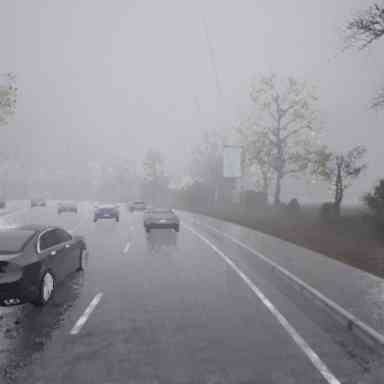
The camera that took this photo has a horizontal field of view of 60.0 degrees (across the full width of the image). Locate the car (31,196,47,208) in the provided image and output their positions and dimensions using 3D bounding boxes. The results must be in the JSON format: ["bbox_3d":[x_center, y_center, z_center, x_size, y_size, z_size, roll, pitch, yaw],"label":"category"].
[{"bbox_3d":[-22.393,1.530,48.604,2.128,1.511,4.902,0,0,-26],"label":"car"}]

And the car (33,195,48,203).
[{"bbox_3d":[-32.313,1.516,70.835,1.882,1.535,5.008,0,0,-37],"label":"car"}]

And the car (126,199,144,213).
[{"bbox_3d":[-6.273,1.514,37.368,2.128,1.511,4.902,0,0,-18],"label":"car"}]

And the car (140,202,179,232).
[{"bbox_3d":[-1.963,1.573,20.436,1.994,1.385,4.181,0,0,-10],"label":"car"}]

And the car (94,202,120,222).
[{"bbox_3d":[-6.835,1.546,26.750,1.812,1.442,4.674,0,0,-13],"label":"car"}]

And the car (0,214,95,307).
[{"bbox_3d":[-3.874,1.517,7.941,1.837,1.490,4.892,0,0,-4],"label":"car"}]

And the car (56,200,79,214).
[{"bbox_3d":[-13.114,1.556,35.213,1.812,1.442,4.674,0,0,-18],"label":"car"}]
